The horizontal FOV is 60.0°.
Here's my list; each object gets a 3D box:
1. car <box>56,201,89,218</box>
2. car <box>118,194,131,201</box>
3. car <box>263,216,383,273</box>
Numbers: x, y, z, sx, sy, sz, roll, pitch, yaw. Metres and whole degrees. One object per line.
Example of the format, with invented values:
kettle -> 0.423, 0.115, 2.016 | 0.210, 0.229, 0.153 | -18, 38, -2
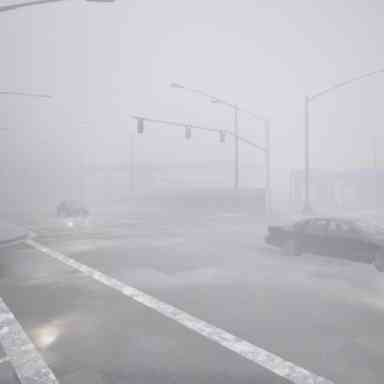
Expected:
car -> -11.143, 1.527, 30.796 | 1.812, 1.442, 4.674 | 0, 0, -39
car -> -13.528, 1.159, 71.689 | 4.611, 1.667, 2.242 | 0, 0, -38
car -> 4.905, 1.519, 10.846 | 2.033, 1.411, 5.357 | 0, 0, -39
